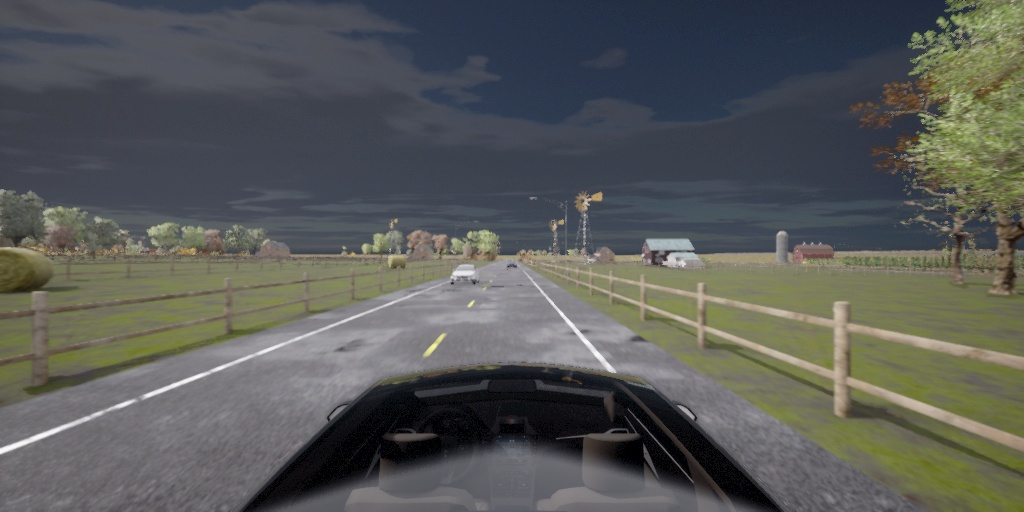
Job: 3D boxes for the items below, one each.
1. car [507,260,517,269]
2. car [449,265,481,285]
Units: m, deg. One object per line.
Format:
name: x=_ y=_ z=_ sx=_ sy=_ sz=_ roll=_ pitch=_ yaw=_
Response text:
car: x=-0.021 y=1.613 z=65.507 sx=1.895 sy=1.301 sz=4.718 roll=0 pitch=0 yaw=0
car: x=-3.510 y=1.386 z=27.538 sx=1.812 sy=1.442 sz=4.674 roll=0 pitch=0 yaw=0
